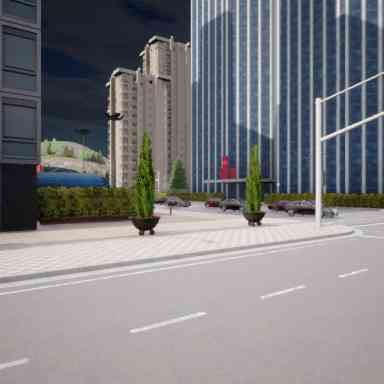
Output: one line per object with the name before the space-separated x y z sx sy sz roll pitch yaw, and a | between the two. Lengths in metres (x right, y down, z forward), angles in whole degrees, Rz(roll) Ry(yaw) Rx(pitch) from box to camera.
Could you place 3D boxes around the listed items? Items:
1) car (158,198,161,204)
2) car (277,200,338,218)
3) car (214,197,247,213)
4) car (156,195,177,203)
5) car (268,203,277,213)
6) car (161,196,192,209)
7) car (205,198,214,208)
car | -7.040 1.548 59.968 2.033 1.411 5.357 0 0 -35
car | 10.495 1.491 29.644 2.128 1.511 4.902 0 0 -36
car | 5.081 1.491 37.109 2.128 1.511 4.902 0 0 -36
car | -5.345 1.498 69.719 2.128 1.511 4.902 0 0 -36
car | 10.489 1.601 35.606 1.895 1.301 4.718 0 0 -36
car | -2.001 1.503 46.902 1.837 1.490 4.892 0 0 -36
car | 3.729 1.477 44.948 1.882 1.535 5.008 0 0 -36
